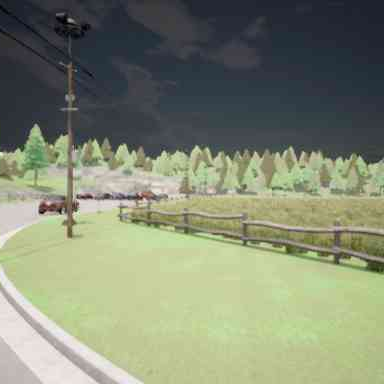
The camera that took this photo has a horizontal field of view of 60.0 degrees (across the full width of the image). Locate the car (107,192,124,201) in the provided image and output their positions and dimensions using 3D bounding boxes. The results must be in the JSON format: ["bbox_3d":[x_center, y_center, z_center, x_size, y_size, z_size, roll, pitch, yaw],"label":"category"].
[{"bbox_3d":[-14.988,0.858,67.975,2.097,1.767,4.553,0,0,7],"label":"car"}]

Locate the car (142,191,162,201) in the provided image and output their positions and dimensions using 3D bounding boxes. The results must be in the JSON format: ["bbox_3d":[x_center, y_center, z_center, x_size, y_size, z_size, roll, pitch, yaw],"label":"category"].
[{"bbox_3d":[-8.040,1.082,67.137,1.837,1.490,4.892,0,0,7],"label":"car"}]

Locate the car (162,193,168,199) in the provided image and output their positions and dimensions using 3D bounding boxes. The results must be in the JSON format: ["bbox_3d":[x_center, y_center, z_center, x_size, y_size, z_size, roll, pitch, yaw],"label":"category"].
[{"bbox_3d":[-6.871,0.919,76.975,1.994,1.385,4.181,0,0,7],"label":"car"}]

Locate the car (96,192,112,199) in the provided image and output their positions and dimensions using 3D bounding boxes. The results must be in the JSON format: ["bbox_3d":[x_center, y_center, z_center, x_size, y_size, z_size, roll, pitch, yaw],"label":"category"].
[{"bbox_3d":[-20.772,0.725,78.625,1.882,1.535,5.008,0,0,7],"label":"car"}]

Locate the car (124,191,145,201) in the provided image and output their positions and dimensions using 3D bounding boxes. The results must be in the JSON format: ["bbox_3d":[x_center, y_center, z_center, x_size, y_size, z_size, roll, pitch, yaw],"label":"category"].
[{"bbox_3d":[-11.576,1.027,67.041,1.882,1.535,5.008,0,0,7],"label":"car"}]

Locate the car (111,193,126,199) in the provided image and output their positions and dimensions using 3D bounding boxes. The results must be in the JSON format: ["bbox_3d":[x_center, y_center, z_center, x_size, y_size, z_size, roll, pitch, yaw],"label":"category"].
[{"bbox_3d":[-17.294,0.872,78.243,1.895,1.301,4.718,0,0,7],"label":"car"}]

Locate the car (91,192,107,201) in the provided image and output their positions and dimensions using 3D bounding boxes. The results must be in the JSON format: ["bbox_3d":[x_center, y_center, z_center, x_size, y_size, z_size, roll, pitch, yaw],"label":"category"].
[{"bbox_3d":[-18.478,1.034,68.281,1.994,1.385,4.181,0,0,7],"label":"car"}]

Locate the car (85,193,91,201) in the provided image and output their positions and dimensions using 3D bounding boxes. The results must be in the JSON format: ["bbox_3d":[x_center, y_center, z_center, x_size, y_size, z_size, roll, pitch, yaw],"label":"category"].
[{"bbox_3d":[-22.002,0.920,68.279,1.882,1.535,5.008,0,0,7],"label":"car"}]

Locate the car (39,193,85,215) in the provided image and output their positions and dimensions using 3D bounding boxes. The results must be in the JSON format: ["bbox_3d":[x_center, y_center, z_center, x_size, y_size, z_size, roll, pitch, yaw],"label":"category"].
[{"bbox_3d":[-12.127,1.092,30.744,2.097,1.767,4.553,1,0,5],"label":"car"}]

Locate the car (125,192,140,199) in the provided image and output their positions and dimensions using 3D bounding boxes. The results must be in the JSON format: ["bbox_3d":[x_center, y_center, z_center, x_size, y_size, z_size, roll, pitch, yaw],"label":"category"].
[{"bbox_3d":[-13.822,0.847,77.801,2.033,1.411,5.357,0,0,7],"label":"car"}]
